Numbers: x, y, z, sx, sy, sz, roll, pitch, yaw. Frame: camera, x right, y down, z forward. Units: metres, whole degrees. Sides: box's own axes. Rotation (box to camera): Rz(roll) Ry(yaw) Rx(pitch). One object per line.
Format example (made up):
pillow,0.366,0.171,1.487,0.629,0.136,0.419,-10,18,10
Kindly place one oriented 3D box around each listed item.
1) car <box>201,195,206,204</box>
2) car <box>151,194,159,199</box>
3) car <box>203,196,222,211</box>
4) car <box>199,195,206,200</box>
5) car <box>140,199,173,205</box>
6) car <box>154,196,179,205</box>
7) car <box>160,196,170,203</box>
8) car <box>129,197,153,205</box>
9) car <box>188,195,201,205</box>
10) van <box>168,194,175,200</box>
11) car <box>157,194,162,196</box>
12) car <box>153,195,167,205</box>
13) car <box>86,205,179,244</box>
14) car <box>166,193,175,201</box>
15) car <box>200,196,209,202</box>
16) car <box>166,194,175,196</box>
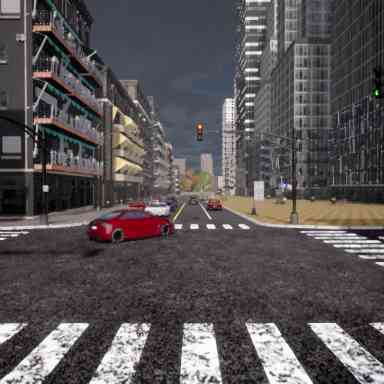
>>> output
car,2.760,1.550,63.668,2.008,1.369,4.403,-1,0,0
car,-5.629,1.435,41.030,1.967,1.590,4.097,-1,0,0
car,2.719,1.540,41.073,1.887,1.381,4.507,-1,0,0
car,2.810,1.534,92.084,1.752,1.417,4.829,-1,0,0
car,-3.047,1.596,29.430,1.895,1.301,4.718,0,0,0
car,-3.017,1.559,39.490,1.994,1.385,4.181,0,0,1
car,-5.577,1.583,69.275,1.802,1.307,4.206,-1,0,0
car,-5.638,1.540,35.381,1.887,1.381,4.507,-1,0,0
car,0.199,1.524,59.449,1.812,1.442,4.674,0,0,0
van,-5.539,1.350,91.870,1.690,1.788,3.998,-1,0,0
car,-5.611,1.312,52.329,2.192,1.841,5.009,-1,0,0
car,-5.599,1.438,57.977,1.967,1.590,4.097,-1,0,0
car,-2.887,1.529,15.984,1.994,1.385,4.181,0,0,44
car,-5.550,1.321,86.222,2.192,1.841,5.009,-1,0,0
car,2.781,1.547,74.967,1.887,1.381,4.507,-1,0,0
car,-3.000,1.501,49.671,1.837,1.490,4.892,0,0,0
